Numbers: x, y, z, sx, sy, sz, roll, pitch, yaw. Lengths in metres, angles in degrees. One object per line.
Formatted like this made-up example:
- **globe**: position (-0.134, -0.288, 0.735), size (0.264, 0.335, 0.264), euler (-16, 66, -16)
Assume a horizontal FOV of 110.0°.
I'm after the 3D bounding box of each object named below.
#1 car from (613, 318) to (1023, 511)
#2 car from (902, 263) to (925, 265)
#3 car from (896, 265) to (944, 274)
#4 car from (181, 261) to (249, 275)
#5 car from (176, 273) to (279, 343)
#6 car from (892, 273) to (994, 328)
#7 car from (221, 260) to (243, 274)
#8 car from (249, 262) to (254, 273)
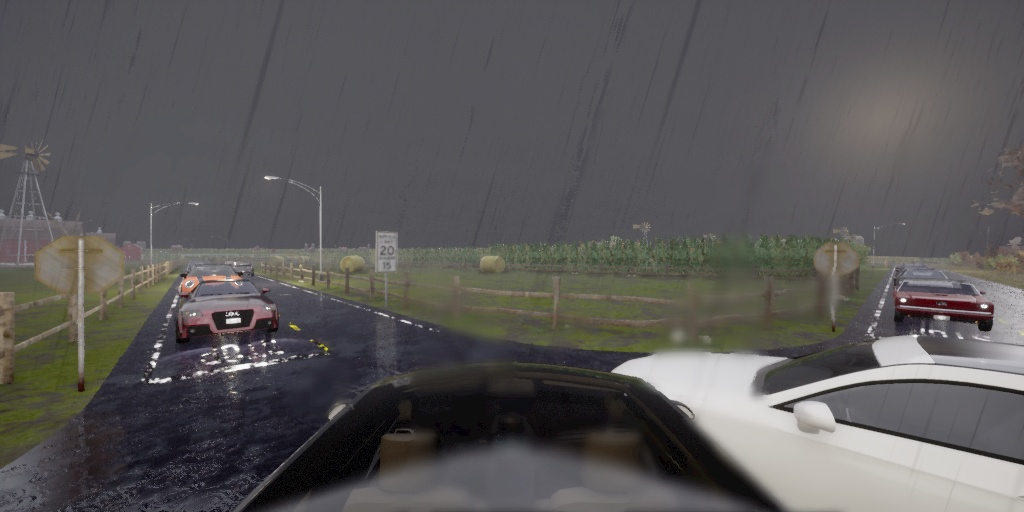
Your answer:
- **car**: position (2.838, 1.294, 2.375), size (1.812, 1.442, 4.674), euler (0, 1, -44)
- **car**: position (27.349, 1.398, 24.255), size (4.181, 1.385, 1.994), euler (0, 1, -43)
- **car**: position (20.594, 1.361, 18.000), size (5.357, 1.411, 2.033), euler (0, 1, -43)
- **car**: position (-13.718, 1.138, 16.444), size (2.097, 1.767, 4.553), euler (0, 0, -42)
- **car**: position (-7.941, 1.354, 9.961), size (1.994, 1.385, 4.181), euler (0, 0, -43)
- **car**: position (13.517, 1.397, 11.437), size (4.718, 1.301, 1.895), euler (0, 1, -43)
- **car**: position (-33.704, 1.300, 43.131), size (1.837, 1.490, 4.892), euler (0, 0, -41)
- **car**: position (-26.983, 1.280, 35.673), size (2.128, 1.511, 4.902), euler (0, 0, -41)
